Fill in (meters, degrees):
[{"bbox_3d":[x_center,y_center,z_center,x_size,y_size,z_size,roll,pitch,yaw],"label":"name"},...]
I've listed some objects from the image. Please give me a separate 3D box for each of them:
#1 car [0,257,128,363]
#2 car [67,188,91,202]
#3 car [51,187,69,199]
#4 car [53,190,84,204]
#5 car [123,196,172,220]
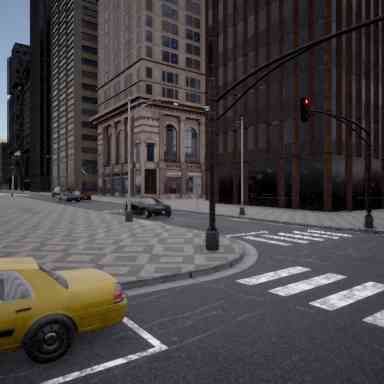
[{"bbox_3d":[-3.283,1.525,4.308,4.829,1.417,1.752,0,0,-35],"label":"car"},{"bbox_3d":[-15.965,0.575,47.490,1.882,1.535,5.008,0,1,-35],"label":"car"},{"bbox_3d":[-21.926,0.133,55.751,2.150,2.045,5.566,0,1,-36],"label":"car"},{"bbox_3d":[-15.347,0.801,41.250,1.895,1.301,4.718,0,1,-35],"label":"car"},{"bbox_3d":[-3.350,1.070,24.436,1.882,1.535,5.008,0,1,-36],"label":"car"}]
